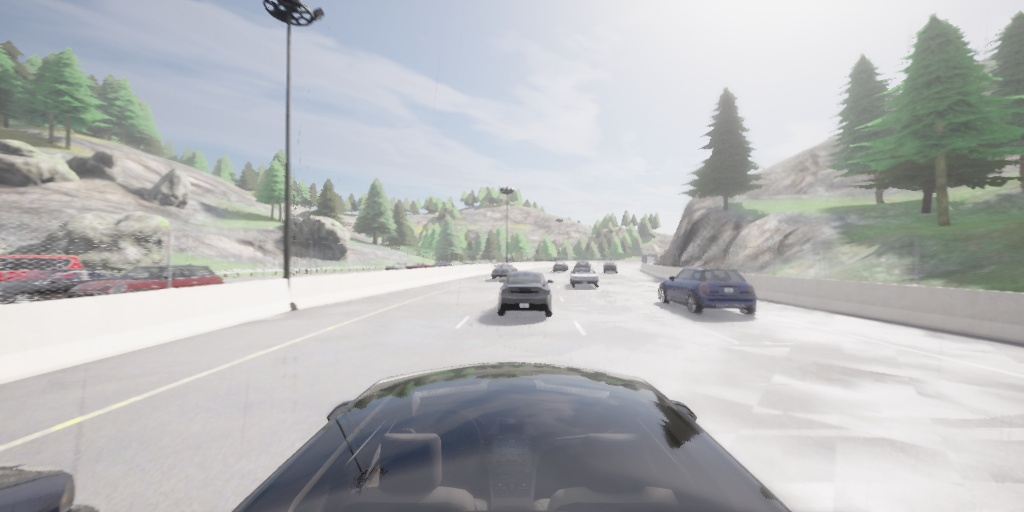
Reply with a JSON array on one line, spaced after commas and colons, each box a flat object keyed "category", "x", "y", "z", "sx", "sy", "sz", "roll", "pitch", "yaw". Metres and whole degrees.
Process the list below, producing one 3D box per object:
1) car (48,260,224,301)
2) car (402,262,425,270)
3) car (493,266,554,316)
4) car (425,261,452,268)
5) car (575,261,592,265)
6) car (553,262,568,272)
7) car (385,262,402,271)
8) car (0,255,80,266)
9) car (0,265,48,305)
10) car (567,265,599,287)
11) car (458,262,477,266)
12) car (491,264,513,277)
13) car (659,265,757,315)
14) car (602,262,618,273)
[{"category": "car", "x": -13.659, "y": 1.115, "z": 13.754, "sx": 2.097, "sy": 1.767, "sz": 4.553, "roll": 0, "pitch": 0, "yaw": 4}, {"category": "car", "x": -14.233, "y": 1.629, "z": 54.481, "sx": 1.895, "sy": 1.301, "sz": 4.718, "roll": 0, "pitch": 0, "yaw": 15}, {"category": "car", "x": 0.539, "y": 1.339, "z": 13.886, "sx": 1.837, "sy": 1.490, "sz": 4.892, "roll": 0, "pitch": 0, "yaw": 4}, {"category": "car", "x": -10.704, "y": 1.548, "z": 54.162, "sx": 1.837, "sy": 1.490, "sz": 4.892, "roll": 0, "pitch": 0, "yaw": 15}, {"category": "car", "x": 9.338, "y": 1.444, "z": 46.899, "sx": 2.097, "sy": 1.767, "sz": 4.553, "roll": 0, "pitch": 0, "yaw": 14}, {"category": "car", "x": 7.237, "y": 1.614, "z": 52.920, "sx": 2.128, "sy": 1.511, "sz": 4.902, "roll": 0, "pitch": 0, "yaw": 16}, {"category": "car", "x": -17.558, "y": 1.620, "z": 55.587, "sx": 1.895, "sy": 1.301, "sz": 4.718, "roll": 0, "pitch": 0, "yaw": 15}, {"category": "car", "x": -20.670, "y": 0.953, "z": 14.170, "sx": 2.150, "sy": 2.045, "sz": 5.566, "roll": 0, "pitch": 0, "yaw": 4}, {"category": "car", "x": -17.178, "y": 1.236, "z": 13.621, "sx": 2.128, "sy": 1.511, "sz": 4.902, "roll": 0, "pitch": 0, "yaw": 4}, {"category": "car", "x": 5.292, "y": 1.541, "z": 26.636, "sx": 1.895, "sy": 1.301, "sz": 4.718, "roll": 0, "pitch": 0, "yaw": 8}, {"category": "car", "x": -6.796, "y": 1.617, "z": 55.280, "sx": 2.033, "sy": 1.411, "sz": 5.357, "roll": 0, "pitch": 0, "yaw": 16}, {"category": "car", "x": -0.614, "y": 1.509, "z": 34.312, "sx": 2.033, "sy": 1.411, "sz": 5.357, "roll": 0, "pitch": 0, "yaw": 10}, {"category": "car", "x": 7.615, "y": 1.222, "z": 14.475, "sx": 2.097, "sy": 1.767, "sz": 4.553, "roll": 0, "pitch": 0, "yaw": 4}, {"category": "car", "x": 14.172, "y": 1.654, "z": 51.724, "sx": 1.837, "sy": 1.490, "sz": 4.892, "roll": -1, "pitch": 0, "yaw": 16}]
